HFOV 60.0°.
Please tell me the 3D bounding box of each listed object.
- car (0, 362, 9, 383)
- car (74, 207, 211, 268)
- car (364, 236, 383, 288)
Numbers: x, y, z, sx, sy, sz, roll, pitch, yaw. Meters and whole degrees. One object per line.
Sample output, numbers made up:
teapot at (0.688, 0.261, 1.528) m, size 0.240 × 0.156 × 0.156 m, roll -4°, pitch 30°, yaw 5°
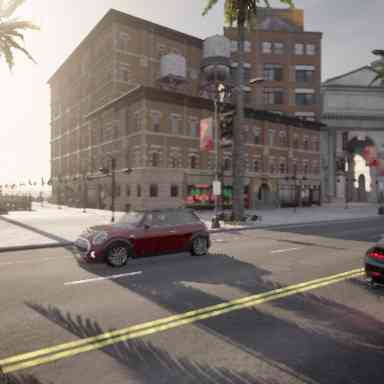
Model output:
car at (-3.592, 1.546, 1.174) m, size 5.357 × 1.411 × 2.033 m, roll 0°, pitch 0°, yaw -36°
car at (-1.608, 1.355, 11.409) m, size 4.553 × 1.767 × 2.097 m, roll 0°, pitch 0°, yaw -35°
car at (6.047, 1.511, 8.023) m, size 4.892 × 1.490 × 1.837 m, roll 0°, pitch 0°, yaw -36°
